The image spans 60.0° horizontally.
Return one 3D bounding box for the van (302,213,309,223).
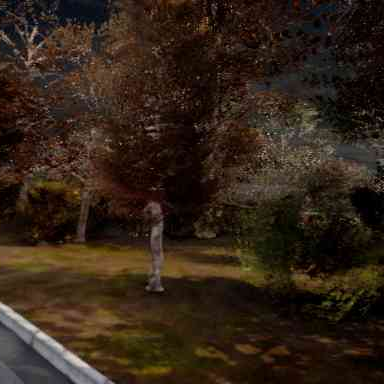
[{"bbox_3d":[14.169,3.451,43.202,1.878,1.987,4.442,0,-2,44],"label":"van"}]
